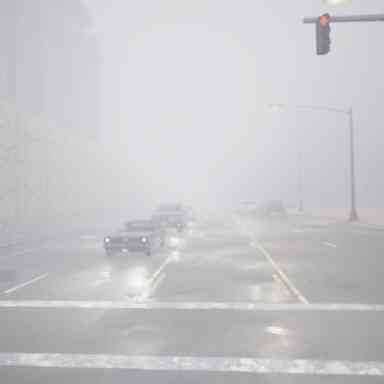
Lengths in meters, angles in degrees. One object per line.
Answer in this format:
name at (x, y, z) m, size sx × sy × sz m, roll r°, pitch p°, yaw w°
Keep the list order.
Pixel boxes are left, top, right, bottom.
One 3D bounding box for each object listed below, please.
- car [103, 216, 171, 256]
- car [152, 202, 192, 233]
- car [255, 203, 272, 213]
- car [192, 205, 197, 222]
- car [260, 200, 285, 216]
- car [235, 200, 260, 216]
car at (-2.383, 1.982, 15.008) m, size 1.895 × 1.301 × 4.718 m, roll -1°, pitch -1°, yaw 5°
car at (-1.559, 1.802, 24.591) m, size 2.150 × 2.045 × 5.566 m, roll -1°, pitch -1°, yaw 5°
car at (11.780, 2.589, 54.867) m, size 2.033 × 1.411 × 5.357 m, roll -1°, pitch -1°, yaw 5°
car at (-0.669, 2.143, 34.705) m, size 2.097 × 1.767 × 4.553 m, roll -1°, pitch -1°, yaw 5°
car at (10.882, 2.040, 44.178) m, size 2.150 × 2.045 × 5.566 m, roll -1°, pitch -1°, yaw 5°
car at (7.478, 2.122, 45.435) m, size 2.150 × 2.045 × 5.566 m, roll -1°, pitch -1°, yaw 5°
